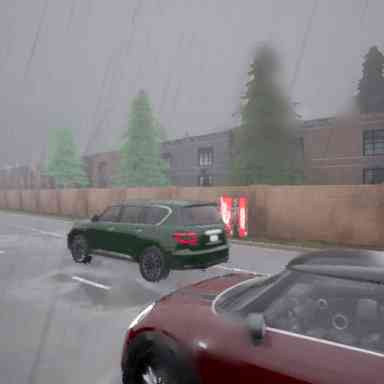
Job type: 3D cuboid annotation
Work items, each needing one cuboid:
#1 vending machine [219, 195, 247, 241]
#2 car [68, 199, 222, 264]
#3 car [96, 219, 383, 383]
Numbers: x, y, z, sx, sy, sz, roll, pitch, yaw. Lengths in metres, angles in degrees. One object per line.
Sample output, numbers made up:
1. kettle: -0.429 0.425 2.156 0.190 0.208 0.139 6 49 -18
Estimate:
1. vending machine: 1.982 1.195 16.014 0.880 2.100 1.100 0 0 42
2. car: -1.490 1.223 9.955 5.566 2.045 2.150 0 0 41
3. car: 1.431 1.351 3.142 4.553 1.767 2.097 0 0 36
